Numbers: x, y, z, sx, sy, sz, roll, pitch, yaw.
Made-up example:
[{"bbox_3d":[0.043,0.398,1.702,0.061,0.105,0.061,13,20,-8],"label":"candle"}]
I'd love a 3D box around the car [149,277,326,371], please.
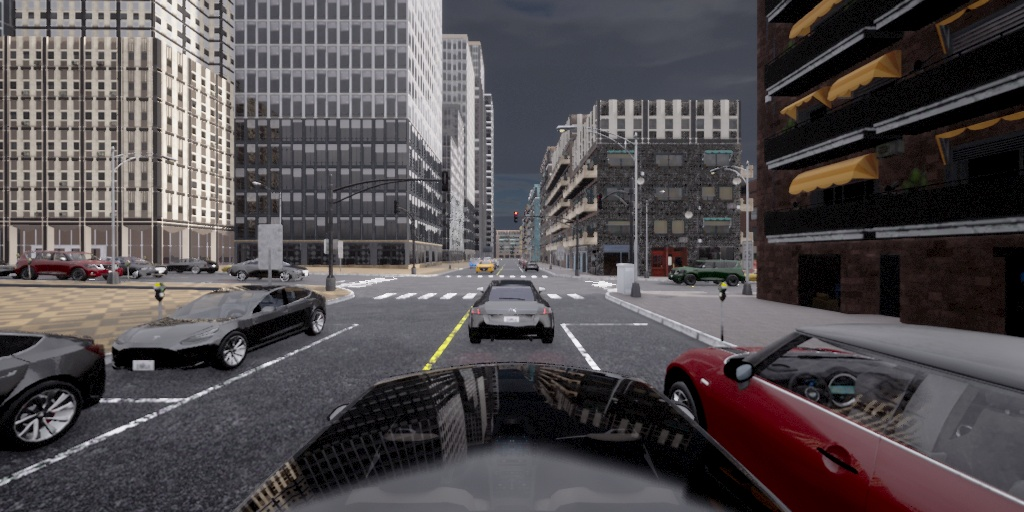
[{"bbox_3d":[-5.704,1.320,7.722,1.948,1.339,4.313,0,0,0],"label":"car"}]

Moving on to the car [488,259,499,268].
[{"bbox_3d":[-3.239,1.335,63.617,1.812,1.442,4.674,0,0,0],"label":"car"}]

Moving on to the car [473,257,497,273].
[{"bbox_3d":[-3.219,1.265,43.380,1.882,1.535,5.008,0,0,0],"label":"car"}]

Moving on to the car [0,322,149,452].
[{"bbox_3d":[-5.688,1.316,2.476,1.948,1.339,4.313,0,0,0],"label":"car"}]

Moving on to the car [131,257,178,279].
[{"bbox_3d":[-26.756,0.792,24.828,4.902,1.511,2.128,1,0,-1],"label":"car"}]

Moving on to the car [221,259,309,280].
[{"bbox_3d":[-16.795,0.979,24.975,4.902,1.511,2.128,1,0,-1],"label":"car"}]

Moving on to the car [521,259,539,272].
[{"bbox_3d":[2.560,1.357,47.392,1.948,1.339,4.313,0,0,0],"label":"car"}]

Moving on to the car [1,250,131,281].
[{"bbox_3d":[-27.443,0.608,22.227,5.009,1.841,2.192,0,0,-1],"label":"car"}]

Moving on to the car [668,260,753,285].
[{"bbox_3d":[15.505,1.312,28.627,5.566,2.045,2.150,1,0,-1],"label":"car"}]

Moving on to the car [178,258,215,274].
[{"bbox_3d":[-27.571,0.839,30.607,4.313,1.339,1.948,0,0,-1],"label":"car"}]

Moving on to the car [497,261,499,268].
[{"bbox_3d":[-3.245,1.290,53.451,2.128,1.511,4.902,0,0,0],"label":"car"}]

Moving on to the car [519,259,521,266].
[{"bbox_3d":[2.529,1.348,57.359,1.888,1.381,4.507,0,0,0],"label":"car"}]

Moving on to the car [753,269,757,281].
[{"bbox_3d":[21.281,1.722,31.303,4.829,1.417,1.751,0,0,-1],"label":"car"}]

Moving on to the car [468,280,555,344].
[{"bbox_3d":[-0.018,1.320,9.657,1.994,1.385,4.181,0,0,0],"label":"car"}]

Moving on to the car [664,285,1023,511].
[{"bbox_3d":[2.692,1.190,2.502,1.967,1.591,4.097,0,0,0],"label":"car"}]

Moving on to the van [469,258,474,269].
[{"bbox_3d":[-5.851,1.143,57.333,1.690,1.789,3.998,0,0,0],"label":"van"}]

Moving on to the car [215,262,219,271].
[{"bbox_3d":[-22.127,0.904,30.772,4.829,1.417,1.751,0,0,-1],"label":"car"}]
